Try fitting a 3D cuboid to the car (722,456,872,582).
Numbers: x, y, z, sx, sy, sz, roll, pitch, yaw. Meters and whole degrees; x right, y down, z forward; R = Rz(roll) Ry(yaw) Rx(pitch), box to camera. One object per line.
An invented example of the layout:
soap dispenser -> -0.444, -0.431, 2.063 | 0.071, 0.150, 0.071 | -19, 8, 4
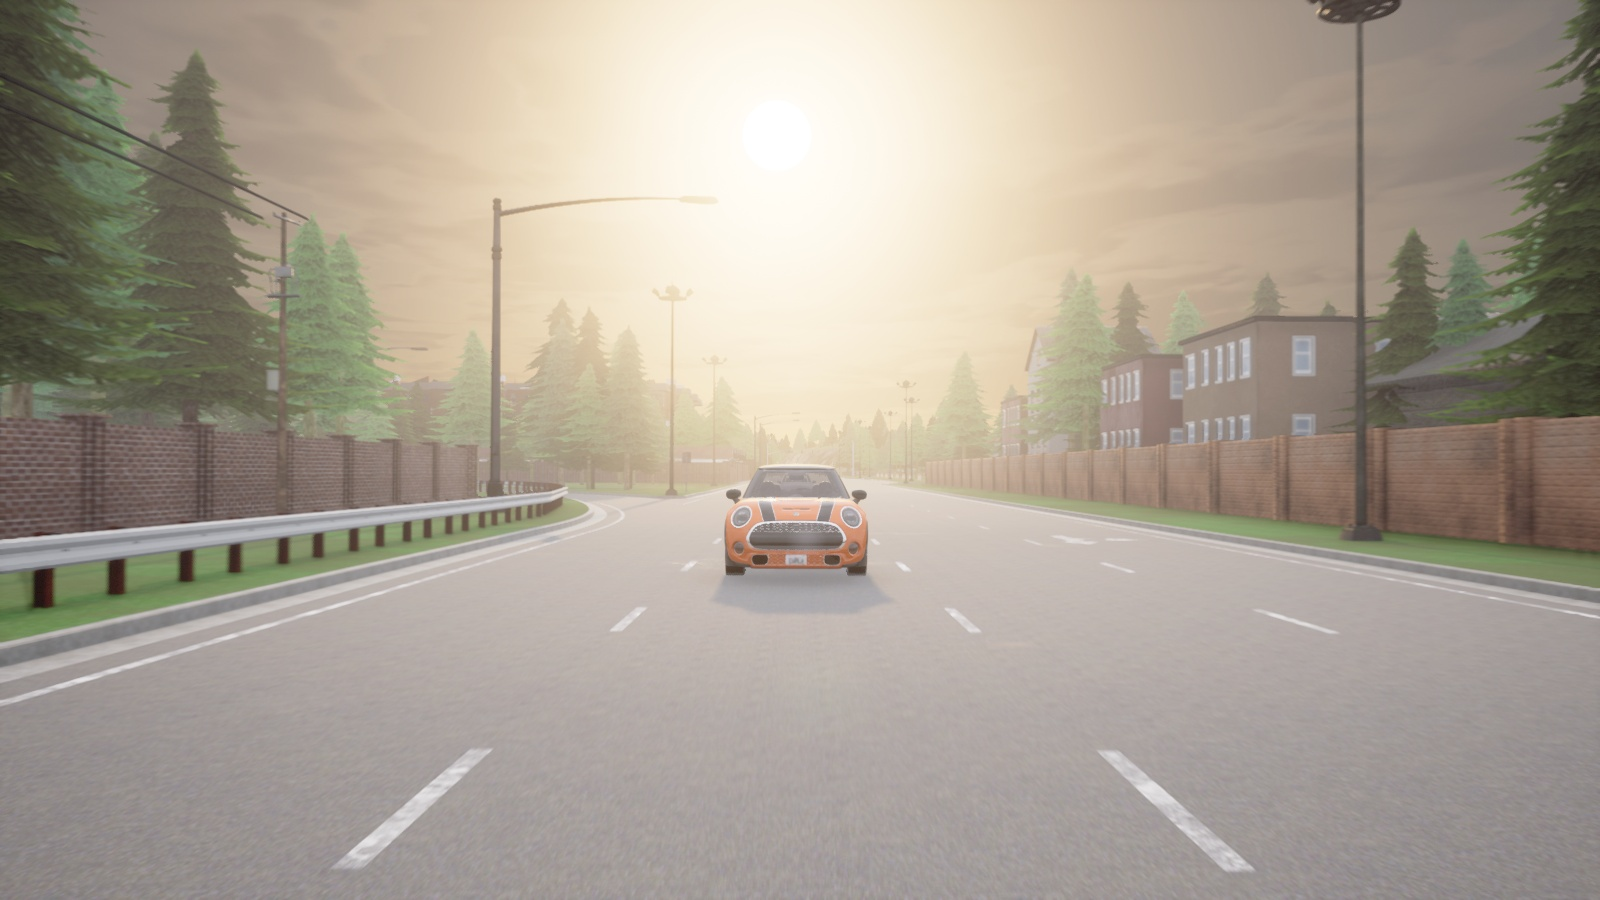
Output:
car -> -0.049, 1.006, 19.978 | 2.097, 1.767, 4.553 | 0, -1, 0
